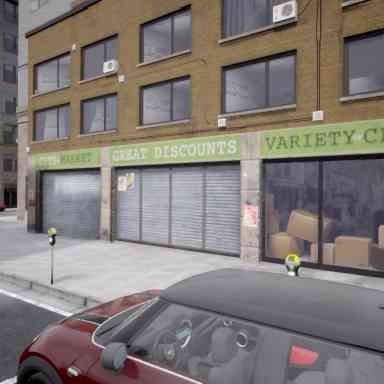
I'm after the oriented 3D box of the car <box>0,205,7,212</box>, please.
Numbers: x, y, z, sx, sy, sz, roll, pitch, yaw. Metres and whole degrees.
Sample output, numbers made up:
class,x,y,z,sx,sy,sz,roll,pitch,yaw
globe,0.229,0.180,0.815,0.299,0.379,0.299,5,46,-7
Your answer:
class,x,y,z,sx,sy,sz,roll,pitch,yaw
car,-19.421,1.458,29.770,1.895,1.301,4.718,1,1,34

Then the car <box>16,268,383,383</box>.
class,x,y,z,sx,sy,sz,roll,pitch,yaw
car,0.247,1.440,2.889,4.097,1.590,1.967,0,1,35
